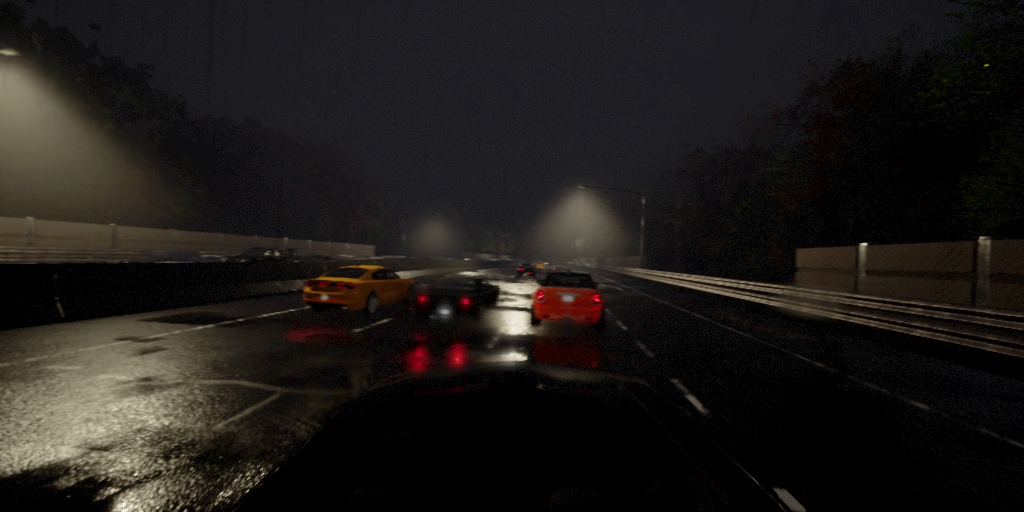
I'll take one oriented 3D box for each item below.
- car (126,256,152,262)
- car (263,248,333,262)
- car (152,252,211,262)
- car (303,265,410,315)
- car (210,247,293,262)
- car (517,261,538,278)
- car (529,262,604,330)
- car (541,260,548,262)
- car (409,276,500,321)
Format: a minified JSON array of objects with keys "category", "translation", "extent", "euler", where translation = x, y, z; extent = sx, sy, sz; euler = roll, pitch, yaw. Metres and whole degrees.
[{"category":"car","translation":[-24.616,0.383,26.277],"extent":[2.033,1.411,5.357],"euler":[2,0,8]},{"category":"car","translation":[-14.224,0.620,24.795],"extent":[2.097,1.767,4.553],"euler":[2,0,8]},{"category":"car","translation":[-21.284,0.570,24.841],"extent":[1.895,1.301,4.718],"euler":[2,0,8]},{"category":"car","translation":[-5.123,1.070,12.853],"extent":[1.882,1.535,5.008],"euler":[2,0,7]},{"category":"car","translation":[-17.648,0.351,25.530],"extent":[2.150,2.045,5.566],"euler":[2,-1,8]},{"category":"car","translation":[1.620,1.518,37.534],"extent":[1.837,1.490,4.892],"euler":[2,0,7]},{"category":"car","translation":[1.844,1.236,12.134],"extent":[2.097,1.767,4.553],"euler":[2,0,7]},{"category":"car","translation":[4.757,1.753,61.609],"extent":[1.882,1.535,5.008],"euler":[2,0,7]},{"category":"car","translation":[-1.642,1.339,12.530],"extent":[1.895,1.301,4.718],"euler":[2,0,7]}]
